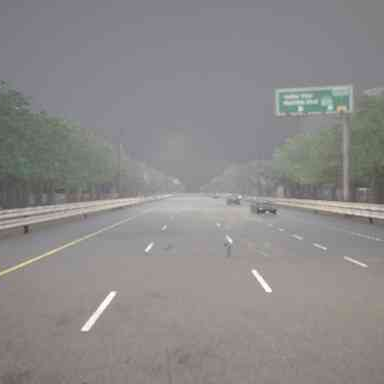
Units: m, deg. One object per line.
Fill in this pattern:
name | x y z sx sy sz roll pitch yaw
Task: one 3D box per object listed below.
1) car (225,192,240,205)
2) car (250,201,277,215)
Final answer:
car | 7.094 1.334 58.454 2.097 1.767 4.553 0 0 0
car | 7.047 1.591 33.270 1.895 1.301 4.718 0 0 0
